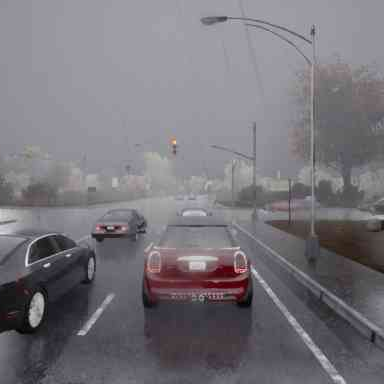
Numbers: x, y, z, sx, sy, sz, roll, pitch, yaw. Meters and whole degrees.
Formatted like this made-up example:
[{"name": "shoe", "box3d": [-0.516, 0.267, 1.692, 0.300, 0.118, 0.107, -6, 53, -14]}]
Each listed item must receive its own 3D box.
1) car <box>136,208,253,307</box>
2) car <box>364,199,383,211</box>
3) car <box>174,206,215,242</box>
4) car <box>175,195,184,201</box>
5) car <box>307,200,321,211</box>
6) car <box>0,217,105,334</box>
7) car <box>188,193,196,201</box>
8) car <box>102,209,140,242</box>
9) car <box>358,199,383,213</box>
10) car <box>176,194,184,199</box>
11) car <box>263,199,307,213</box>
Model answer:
[{"name": "car", "box3d": [0.106, 1.352, 8.153, 2.097, 1.767, 4.553, 0, 0, 0]}, {"name": "car", "box3d": [23.043, 1.556, 39.513, 4.181, 1.385, 1.994, 0, 0, 4]}, {"name": "car", "box3d": [0.114, 1.526, 17.193, 1.812, 1.442, 4.674, 0, 0, 0]}, {"name": "car", "box3d": [-3.426, 1.545, 85.394, 1.994, 1.385, 4.181, 0, 0, 0]}, {"name": "car", "box3d": [12.662, 1.548, 40.090, 5.357, 1.411, 2.033, 0, 0, 3]}, {"name": "car", "box3d": [-3.394, 1.505, 6.740, 1.837, 1.490, 4.892, 0, 0, 0]}, {"name": "car", "box3d": [0.074, 1.518, 85.425, 1.812, 1.442, 4.674, 0, 0, 0]}, {"name": "car", "box3d": [-3.389, 1.547, 16.398, 2.033, 1.411, 5.357, 0, 0, 0]}, {"name": "car", "box3d": [20.661, 1.499, 36.143, 4.892, 1.490, 1.837, 0, 0, 3]}, {"name": "car", "box3d": [-3.377, 1.403, 95.420, 1.994, 1.385, 4.181, 0, 0, 1]}, {"name": "car", "box3d": [10.009, 1.563, 36.740, 4.181, 1.385, 1.994, 0, 0, 3]}]
